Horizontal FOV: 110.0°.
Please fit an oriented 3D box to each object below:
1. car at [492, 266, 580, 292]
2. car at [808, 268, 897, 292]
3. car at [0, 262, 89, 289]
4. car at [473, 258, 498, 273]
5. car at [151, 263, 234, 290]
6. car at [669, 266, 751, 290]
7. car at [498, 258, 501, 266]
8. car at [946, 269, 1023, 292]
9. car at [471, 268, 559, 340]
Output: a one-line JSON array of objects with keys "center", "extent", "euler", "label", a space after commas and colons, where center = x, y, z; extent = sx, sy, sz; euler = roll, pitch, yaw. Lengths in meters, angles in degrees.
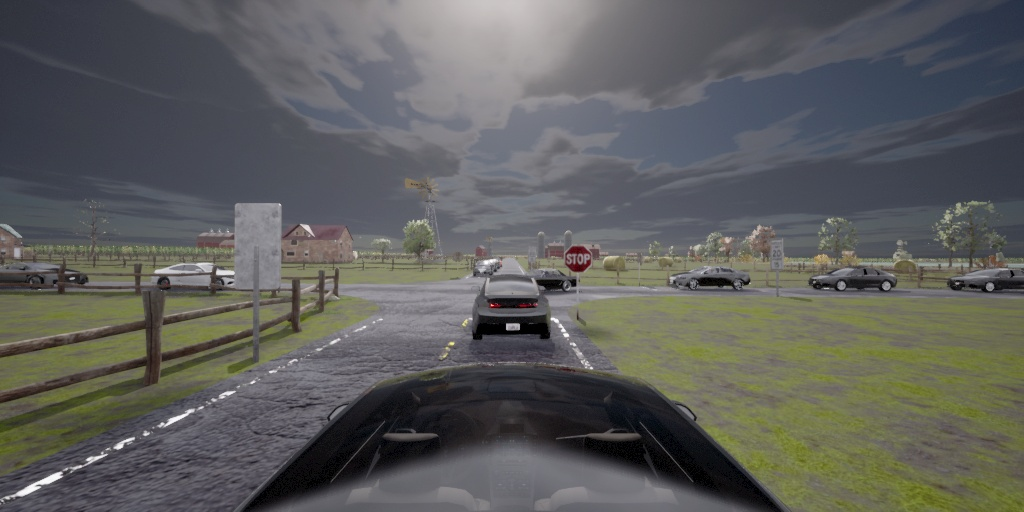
[{"center": [1.493, 1.368, 20.065], "extent": [4.718, 1.301, 1.895], "euler": [1, 0, -35], "label": "car"}, {"center": [22.192, 1.498, 23.473], "extent": [4.892, 1.490, 1.837], "euler": [1, -1, -1], "label": "car"}, {"center": [-26.370, 1.047, 19.843], "extent": [4.181, 1.385, 1.994], "euler": [1, -1, -1], "label": "car"}, {"center": [-2.873, 1.241, 36.704], "extent": [2.128, 1.511, 4.902], "euler": [0, 0, 0], "label": "car"}, {"center": [-17.250, 1.103, 19.968], "extent": [4.674, 1.442, 1.812], "euler": [1, -1, -1], "label": "car"}, {"center": [12.790, 1.395, 23.298], "extent": [4.902, 1.511, 2.128], "euler": [1, -1, -2], "label": "car"}, {"center": [-2.869, 1.239, 46.150], "extent": [2.128, 1.511, 4.902], "euler": [0, 0, 0], "label": "car"}, {"center": [31.694, 1.586, 23.597], "extent": [4.892, 1.490, 1.837], "euler": [1, -1, -1], "label": "car"}, {"center": [-0.077, 1.256, 10.018], "extent": [1.837, 1.490, 4.892], "euler": [0, 0, -2], "label": "car"}]
